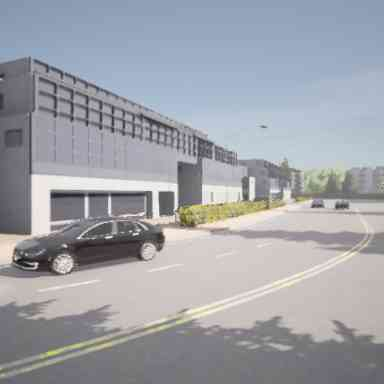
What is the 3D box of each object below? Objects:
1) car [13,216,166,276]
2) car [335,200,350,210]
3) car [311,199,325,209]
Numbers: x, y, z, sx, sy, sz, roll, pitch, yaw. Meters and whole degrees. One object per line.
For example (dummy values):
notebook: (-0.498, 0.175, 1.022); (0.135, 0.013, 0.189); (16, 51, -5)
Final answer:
car: (-3.090, 1.593, 10.842); (4.892, 1.490, 1.837); (0, 0, -43)
car: (20.961, 1.823, 46.341); (1.895, 1.301, 4.718); (0, 0, 25)
car: (19.720, 1.813, 51.887); (2.033, 1.411, 5.357); (0, 0, 25)
